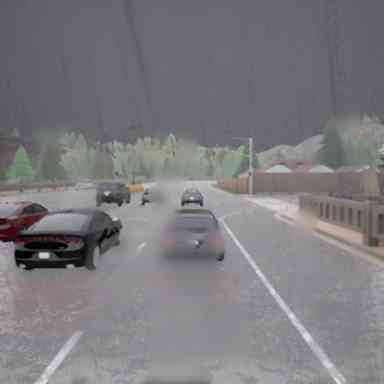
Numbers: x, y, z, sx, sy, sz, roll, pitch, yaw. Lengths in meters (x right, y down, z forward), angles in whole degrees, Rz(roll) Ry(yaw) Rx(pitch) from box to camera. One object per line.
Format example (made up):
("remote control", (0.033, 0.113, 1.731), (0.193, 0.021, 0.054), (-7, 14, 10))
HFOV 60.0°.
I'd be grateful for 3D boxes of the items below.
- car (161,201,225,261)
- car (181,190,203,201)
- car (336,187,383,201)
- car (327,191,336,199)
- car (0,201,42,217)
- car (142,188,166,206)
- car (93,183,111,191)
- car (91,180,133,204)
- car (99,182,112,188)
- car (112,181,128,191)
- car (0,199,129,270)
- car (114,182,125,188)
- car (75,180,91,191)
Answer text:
("car", (0.042, 1.278, 11.116), (2.033, 1.411, 5.357), (0, 2, 0))
("car", (0.013, 0.458, 31.420), (1.994, 1.385, 4.181), (0, 2, 0))
("car", (18.479, 0.303, 34.767), (5.357, 1.411, 2.033), (0, 2, 2))
("car", (18.570, 0.158, 38.262), (5.357, 1.411, 2.033), (0, 2, 2))
("car", (-6.955, 1.114, 13.423), (1.882, 1.535, 5.008), (0, 2, 0))
("car", (-3.487, 0.407, 30.923), (2.128, 1.511, 4.902), (0, 2, 0))
("car", (-17.662, -1.014, 65.500), (2.128, 1.511, 4.902), (0, 3, 0))
("car", (-6.985, 0.175, 29.966), (2.150, 2.045, 5.566), (0, 2, 0))
("car", (-21.198, -1.704, 81.619), (1.837, 1.490, 4.892), (0, 2, 0))
("car", (-14.164, -1.173, 65.600), (2.097, 1.767, 4.553), (0, 2, 0))
("car", (-3.464, 1.241, 10.290), (1.882, 1.535, 5.008), (0, 2, 0))
("car", (-17.698, -1.678, 81.587), (1.812, 1.442, 4.674), (0, 2, 0))
("car", (-21.158, -1.290, 65.295), (2.150, 2.045, 5.566), (0, 2, 0))
